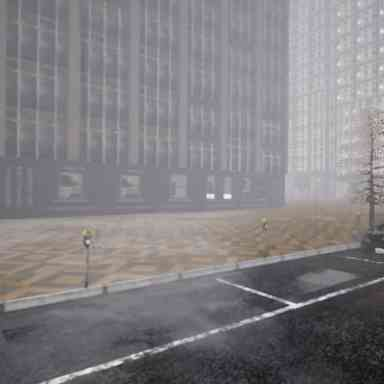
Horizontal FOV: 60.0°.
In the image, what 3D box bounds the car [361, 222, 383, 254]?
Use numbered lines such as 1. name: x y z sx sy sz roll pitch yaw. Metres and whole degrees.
1. car: 8.010 1.579 12.256 4.313 1.339 1.947 0 1 -35
